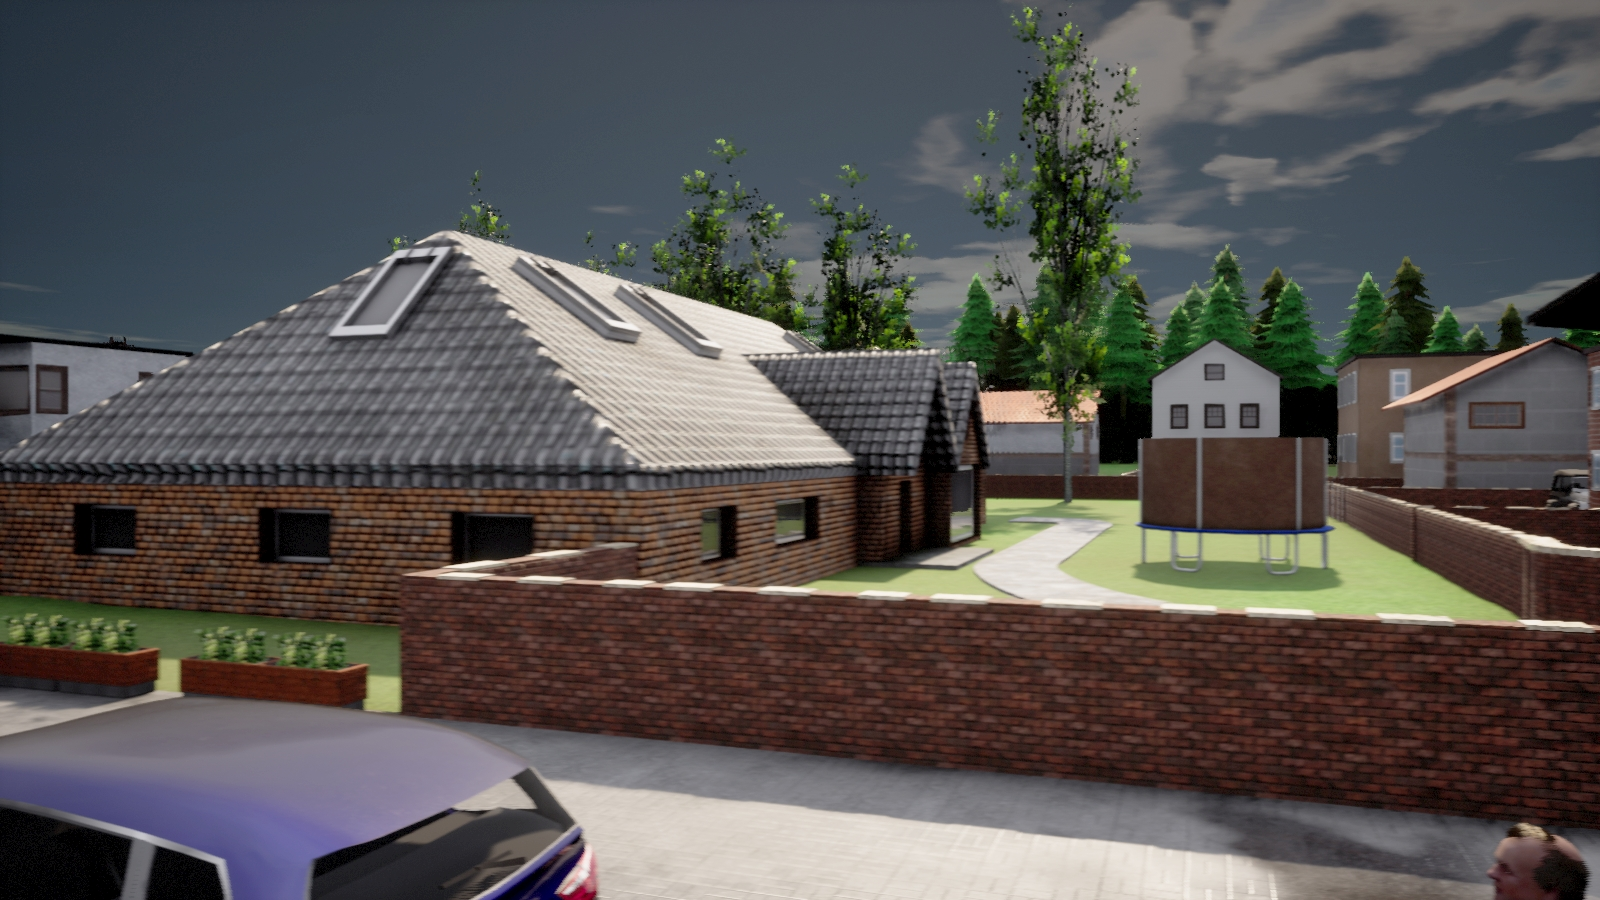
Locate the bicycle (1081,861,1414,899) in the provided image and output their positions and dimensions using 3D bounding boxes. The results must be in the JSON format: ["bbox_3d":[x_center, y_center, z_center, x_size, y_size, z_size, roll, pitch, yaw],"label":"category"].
[{"bbox_3d":[1.743,2.060,3.210,1.835,1.471,0.329,0,0,20],"label":"bicycle"}]

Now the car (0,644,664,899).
[{"bbox_3d":[-3.173,1.968,4.957,4.611,1.667,2.242,0,0,20],"label":"car"}]
